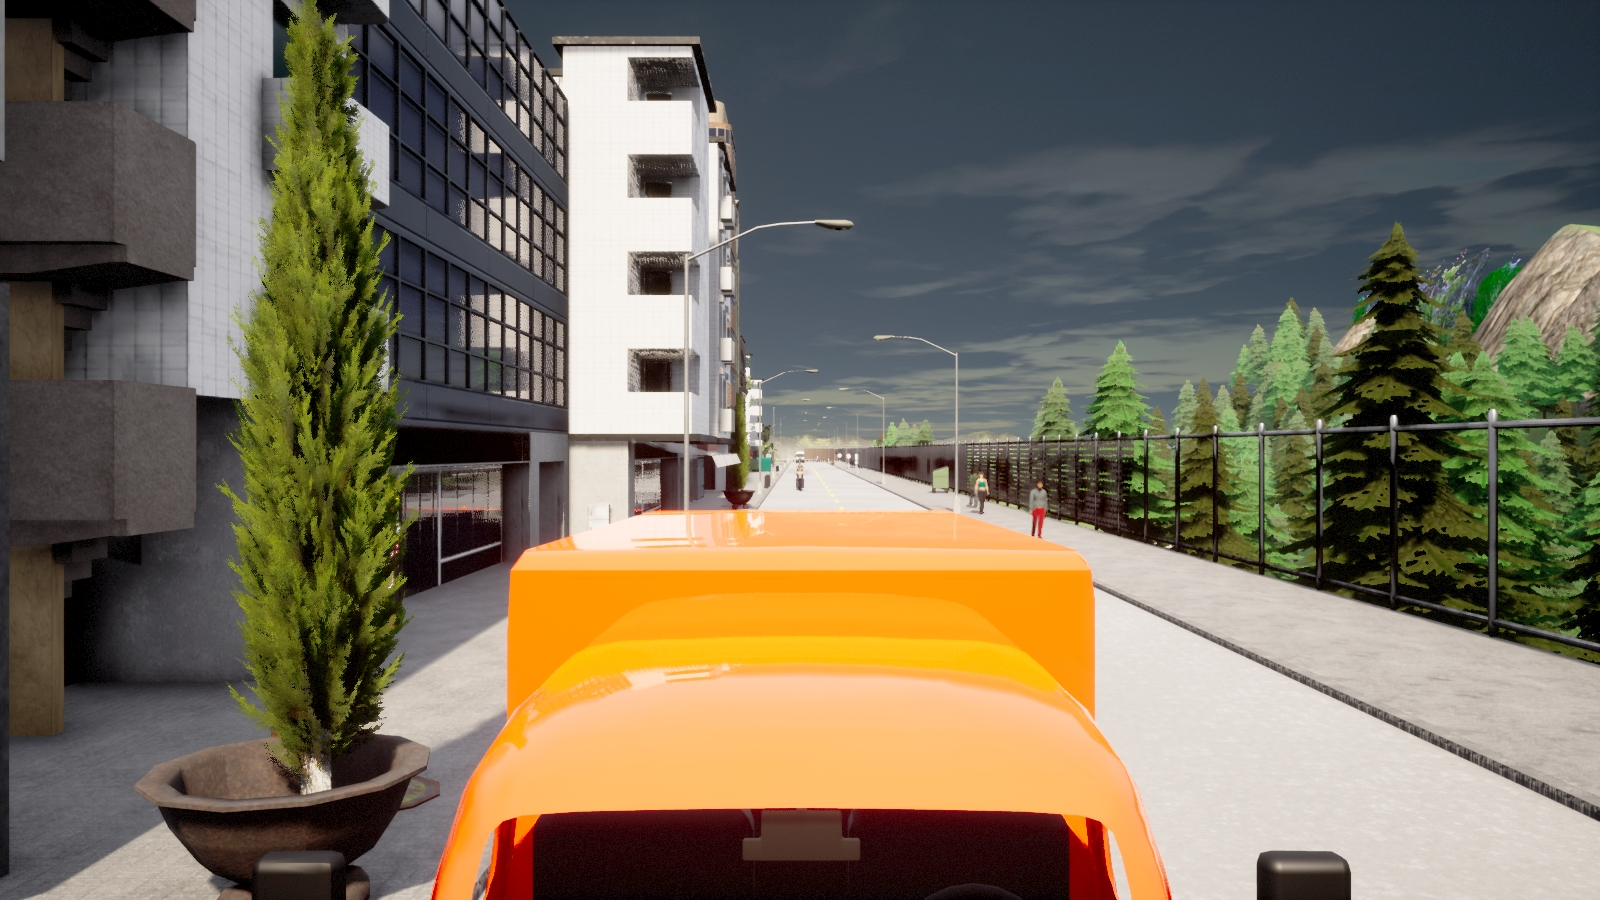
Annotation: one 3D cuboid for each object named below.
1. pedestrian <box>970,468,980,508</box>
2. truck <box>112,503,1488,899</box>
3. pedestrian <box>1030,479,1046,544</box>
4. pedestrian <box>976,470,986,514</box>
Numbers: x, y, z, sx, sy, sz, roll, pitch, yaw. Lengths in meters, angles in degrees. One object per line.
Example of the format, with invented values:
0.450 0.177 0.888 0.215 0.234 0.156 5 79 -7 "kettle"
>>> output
8.134 1.765 53.197 0.375 1.860 0.375 0 0 -7 "pedestrian"
0.000 1.571 4.781 2.627 2.467 5.204 0 0 0 "truck"
6.846 1.758 32.828 0.375 1.860 0.375 0 0 -2 "pedestrian"
7.642 1.764 48.180 0.375 1.860 0.375 0 0 1 "pedestrian"
